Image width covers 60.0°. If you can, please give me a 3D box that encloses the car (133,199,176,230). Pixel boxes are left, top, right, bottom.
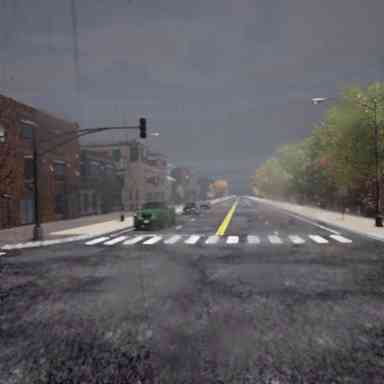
[{"bbox_3d":[-2.602,1.600,24.570,2.150,2.045,5.566,-2,-1,8],"label":"car"}]

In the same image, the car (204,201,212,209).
[{"bbox_3d":[2.480,2.229,59.415,2.033,1.411,5.357,-2,-1,8],"label":"car"}]

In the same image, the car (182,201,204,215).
[{"bbox_3d":[-0.051,2.038,42.038,1.837,1.490,4.892,-2,-1,8],"label":"car"}]
